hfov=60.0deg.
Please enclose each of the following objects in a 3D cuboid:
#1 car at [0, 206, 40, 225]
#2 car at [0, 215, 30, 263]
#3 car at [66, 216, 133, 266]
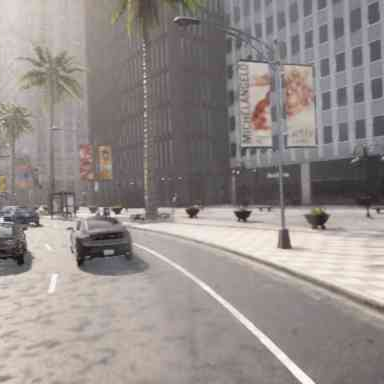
[{"bbox_3d":[-14.924,2.039,29.022,2.097,1.767,4.553,-2,0,-40],"label":"car"},{"bbox_3d":[-7.386,1.863,12.695,1.812,1.442,4.674,-2,0,-25],"label":"car"},{"bbox_3d":[-3.543,1.678,12.604,1.837,1.490,4.892,-2,0,-23],"label":"car"}]
